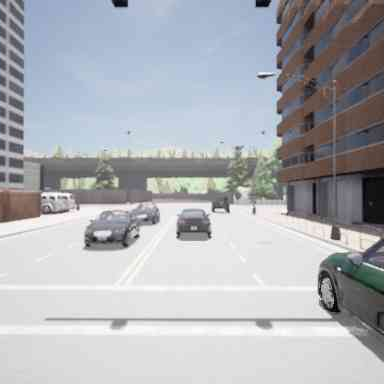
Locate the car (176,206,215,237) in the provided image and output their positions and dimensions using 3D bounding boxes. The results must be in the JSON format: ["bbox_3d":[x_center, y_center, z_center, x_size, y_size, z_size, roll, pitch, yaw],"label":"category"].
[{"bbox_3d":[0.087,1.650,18.726,1.812,1.442,4.674,0,0,0],"label":"car"}]

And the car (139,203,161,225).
[{"bbox_3d":[-3.541,1.664,26.065,2.128,1.511,4.902,0,0,1],"label":"car"}]

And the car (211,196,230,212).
[{"bbox_3d":[3.647,1.504,42.430,2.150,2.045,5.566,0,0,3],"label":"car"}]

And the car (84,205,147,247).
[{"bbox_3d":[-3.600,1.596,15.662,2.128,1.511,4.902,0,0,-1],"label":"car"}]

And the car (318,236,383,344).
[{"bbox_3d":[3.600,1.385,4.932,2.097,1.767,4.553,0,0,0],"label":"car"}]
